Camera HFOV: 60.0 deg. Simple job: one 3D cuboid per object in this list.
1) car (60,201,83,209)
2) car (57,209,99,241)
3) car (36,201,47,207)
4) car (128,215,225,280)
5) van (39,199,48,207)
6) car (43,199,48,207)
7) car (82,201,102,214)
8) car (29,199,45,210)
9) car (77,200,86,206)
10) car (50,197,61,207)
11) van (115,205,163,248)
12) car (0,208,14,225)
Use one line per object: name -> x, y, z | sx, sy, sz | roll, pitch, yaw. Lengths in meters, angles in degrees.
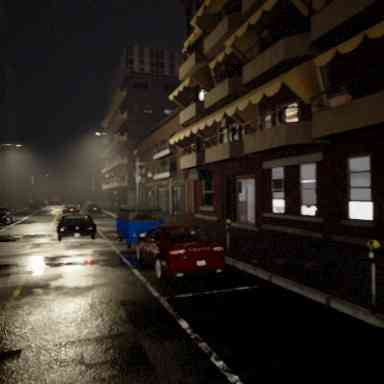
car -> -14.889, 2.117, 41.122 | 1.994, 1.385, 4.181 | -1, -1, -20
car -> -6.425, 1.843, 18.469 | 1.895, 1.301, 4.718 | -1, -1, -20
car -> -33.597, 2.690, 74.544 | 1.947, 1.339, 4.313 | -1, 0, -21
car -> -0.557, 1.639, 10.259 | 1.887, 1.381, 4.507 | -1, 0, -21
van -> -35.539, 2.543, 79.717 | 1.690, 1.788, 3.998 | -1, -1, -21
car -> -31.664, 2.362, 69.374 | 2.192, 1.841, 5.009 | -1, 0, -21
car -> -12.184, 2.084, 41.287 | 1.947, 1.339, 4.313 | -1, 0, -21
car -> -27.783, 2.462, 59.031 | 1.947, 1.339, 4.313 | -1, 0, -21
car -> -25.751, 2.590, 77.484 | 1.887, 1.381, 4.507 | -1, -1, -21
car -> -31.926, 2.300, 77.752 | 2.150, 2.045, 5.566 | -1, -1, -21
van -> -2.498, 1.505, 15.432 | 1.690, 1.788, 3.998 | -1, 0, -21
car -> -16.156, 2.019, 28.003 | 1.947, 1.339, 4.313 | -1, 0, -21
